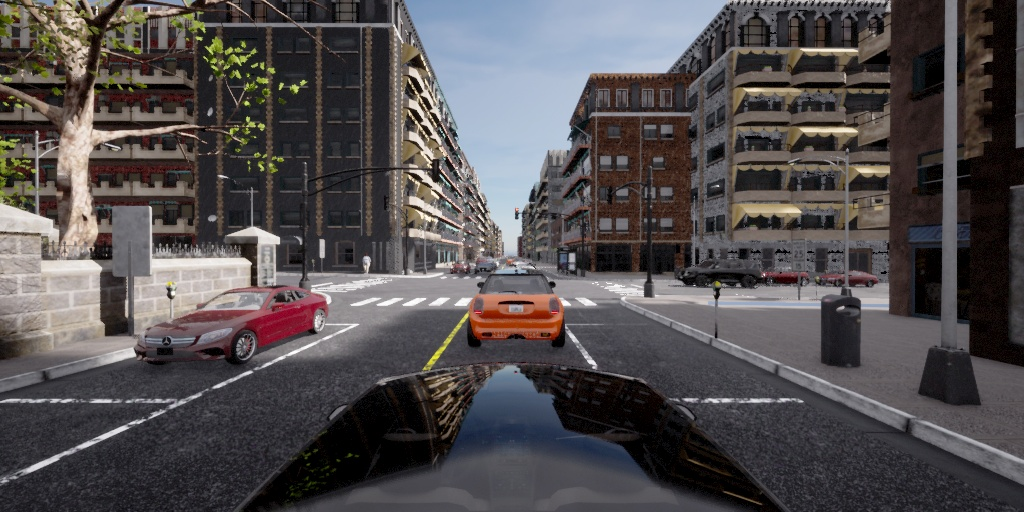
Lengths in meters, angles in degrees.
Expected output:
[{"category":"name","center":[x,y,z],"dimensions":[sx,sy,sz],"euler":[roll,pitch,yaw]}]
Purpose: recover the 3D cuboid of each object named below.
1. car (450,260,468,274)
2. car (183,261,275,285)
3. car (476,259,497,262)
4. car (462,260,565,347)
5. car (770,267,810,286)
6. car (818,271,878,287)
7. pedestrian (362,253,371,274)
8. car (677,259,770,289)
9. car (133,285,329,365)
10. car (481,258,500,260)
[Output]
[{"category":"car","center":[-5.741,1.187,40.391],"dimensions":[1.967,1.591,4.097],"euler":[0,0,0]},{"category":"car","center":[-17.676,1.035,22.575],"dimensions":[4.181,1.385,1.994],"euler":[1,0,-1]},{"category":"car","center":[-3.145,1.312,40.988],"dimensions":[1.994,1.385,4.181],"euler":[0,0,0]},{"category":"car","center":[0.117,1.101,9.490],"dimensions":[2.097,1.767,4.553],"euler":[0,0,1]},{"category":"car","center":[21.344,1.571,28.864],"dimensions":[4.097,1.591,1.967],"euler":[0,0,-1]},{"category":"car","center":[27.018,1.813,28.940],"dimensions":[4.207,1.307,1.802],"euler":[0,0,-1]},{"category":"pedestrian","center":[-12.752,0.651,31.374],"dimensions":[0.375,1.860,0.375],"euler":[0,-1,-1]},{"category":"car","center":[15.136,1.256,26.213],"dimensions":[5.566,2.045,2.150],"euler":[1,0,-1]},{"category":"car","center":[-5.697,1.331,7.980],"dimensions":[1.802,1.307,4.207],"euler":[0,0,0]},{"category":"car","center":[-3.153,1.312,49.962],"dimensions":[1.994,1.385,4.181],"euler":[0,0,0]}]
